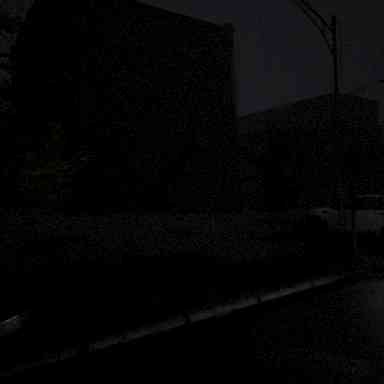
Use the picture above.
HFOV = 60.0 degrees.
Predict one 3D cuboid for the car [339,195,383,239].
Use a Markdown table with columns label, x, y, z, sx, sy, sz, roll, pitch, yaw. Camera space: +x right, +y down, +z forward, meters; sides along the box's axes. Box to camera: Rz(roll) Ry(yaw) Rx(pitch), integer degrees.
| label | x | y | z | sx | sy | sz | roll | pitch | yaw |
| --- | --- | --- | --- | --- | --- | --- | --- | --- | --- |
| car | 10.009 | 1.192 | 16.102 | 2.185 | 1.767 | 4.553 | -1 | 0 | -35 |
